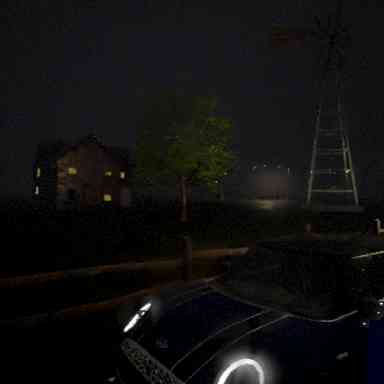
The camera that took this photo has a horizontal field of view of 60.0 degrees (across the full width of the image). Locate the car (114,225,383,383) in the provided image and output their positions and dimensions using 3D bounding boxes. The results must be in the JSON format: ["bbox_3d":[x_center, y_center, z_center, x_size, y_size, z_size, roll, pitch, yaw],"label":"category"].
[{"bbox_3d":[1.408,1.367,4.064,4.553,1.767,2.097,0,0,-35],"label":"car"}]
